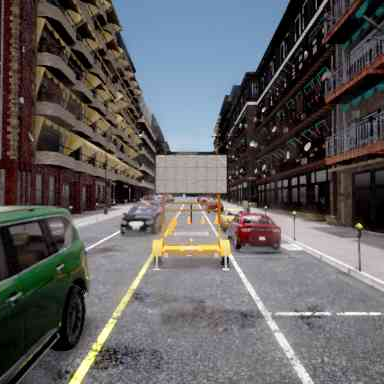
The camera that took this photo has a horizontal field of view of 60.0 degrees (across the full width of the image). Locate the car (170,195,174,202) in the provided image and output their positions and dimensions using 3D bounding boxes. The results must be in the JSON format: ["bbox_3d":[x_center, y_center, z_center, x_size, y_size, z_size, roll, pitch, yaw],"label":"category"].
[{"bbox_3d":[-5.434,1.492,69.690,2.192,1.841,5.009,1,0,0],"label":"car"}]

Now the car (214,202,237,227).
[{"bbox_3d":[2.545,1.551,20.039,1.752,1.417,4.829,1,0,0],"label":"car"}]

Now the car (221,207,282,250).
[{"bbox_3d":[2.557,1.561,14.337,1.887,1.381,4.507,1,0,0],"label":"car"}]

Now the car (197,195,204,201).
[{"bbox_3d":[2.362,1.723,91.770,1.967,1.590,4.097,1,0,0],"label":"car"}]

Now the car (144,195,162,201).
[{"bbox_3d":[-5.375,1.393,42.038,2.192,1.841,5.009,2,0,0],"label":"car"}]

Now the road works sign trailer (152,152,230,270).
[{"bbox_3d":[-0.022,0.475,10.998,2.380,3.560,2.880,0,0,0],"label":"road works sign trailer"}]

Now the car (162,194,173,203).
[{"bbox_3d":[-5.445,1.516,75.219,2.192,1.841,5.009,1,0,0],"label":"car"}]

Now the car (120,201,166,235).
[{"bbox_3d":[-2.790,1.514,18.925,2.128,1.511,4.902,0,0,0],"label":"car"}]

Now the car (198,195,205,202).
[{"bbox_3d":[2.464,1.676,58.583,1.887,1.381,4.507,1,0,0],"label":"car"}]

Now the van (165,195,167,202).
[{"bbox_3d":[-5.399,1.452,53.097,1.690,1.788,3.998,2,0,0],"label":"van"}]

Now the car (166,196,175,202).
[{"bbox_3d":[-5.475,1.819,86.281,1.947,1.339,4.313,1,0,0],"label":"car"}]

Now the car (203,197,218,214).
[{"bbox_3d":[2.510,1.608,36.459,1.887,1.381,4.507,1,0,0],"label":"car"}]

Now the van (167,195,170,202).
[{"bbox_3d":[-5.411,1.473,58.629,1.690,1.788,3.998,1,0,0],"label":"van"}]

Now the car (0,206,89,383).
[{"bbox_3d":[-2.751,1.224,3.305,2.150,2.045,5.566,0,0,0],"label":"car"}]

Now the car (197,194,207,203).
[{"bbox_3d":[2.389,1.541,80.707,2.192,1.841,5.009,1,0,0],"label":"car"}]

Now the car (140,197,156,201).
[{"bbox_3d":[-5.369,1.588,36.336,1.752,1.417,4.829,2,0,0],"label":"car"}]

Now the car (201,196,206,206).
[{"bbox_3d":[2.499,1.628,41.991,2.008,1.369,4.403,1,0,0],"label":"car"}]
